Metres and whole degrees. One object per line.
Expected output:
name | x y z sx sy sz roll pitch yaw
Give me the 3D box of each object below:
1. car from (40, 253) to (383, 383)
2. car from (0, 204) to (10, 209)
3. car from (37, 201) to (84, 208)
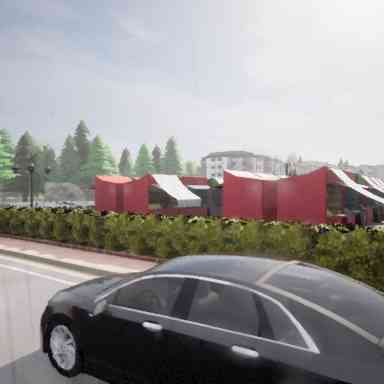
car | 0.167 1.503 3.878 4.892 1.490 1.837 -1 0 36
car | -20.862 1.602 32.821 2.033 1.411 5.357 0 0 39
car | -14.242 1.656 35.999 1.895 1.301 4.718 0 0 36
